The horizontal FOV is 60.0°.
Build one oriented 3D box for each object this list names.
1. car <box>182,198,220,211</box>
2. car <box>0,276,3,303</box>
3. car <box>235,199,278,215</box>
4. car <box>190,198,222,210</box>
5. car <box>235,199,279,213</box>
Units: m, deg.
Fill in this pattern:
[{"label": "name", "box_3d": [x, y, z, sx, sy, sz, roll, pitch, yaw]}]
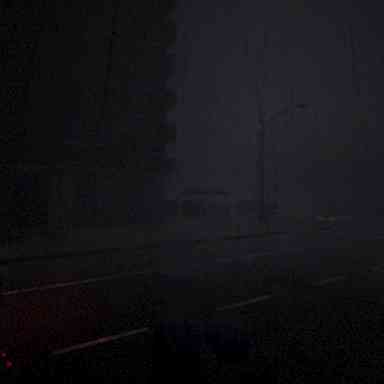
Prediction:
[{"label": "car", "box_3d": [0.889, 1.604, 42.134, 2.033, 1.411, 5.357, 0, 0, -37]}, {"label": "car", "box_3d": [-5.395, 1.469, 4.417, 5.008, 1.535, 1.882, 0, 0, -36]}, {"label": "car", "box_3d": [6.589, 1.548, 34.223, 2.128, 1.511, 4.902, 0, 0, -38]}, {"label": "car", "box_3d": [1.895, 1.596, 46.190, 1.812, 1.442, 4.674, 0, 0, -41]}, {"label": "car", "box_3d": [7.532, 1.563, 38.864, 2.128, 1.511, 4.902, 0, 0, -37]}]
